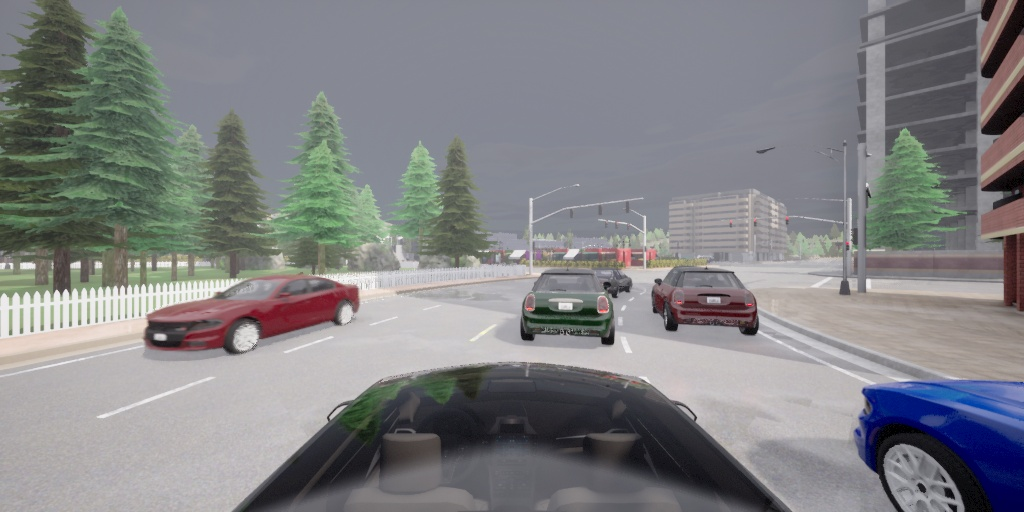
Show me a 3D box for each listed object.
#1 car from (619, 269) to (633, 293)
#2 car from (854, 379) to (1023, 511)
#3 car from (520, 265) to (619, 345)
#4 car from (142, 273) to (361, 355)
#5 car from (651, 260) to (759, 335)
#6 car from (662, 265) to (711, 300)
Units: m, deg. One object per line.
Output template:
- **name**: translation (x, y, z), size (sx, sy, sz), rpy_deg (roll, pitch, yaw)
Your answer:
- **car**: translation (4.867, 1.304, 18.569), size (2.033, 1.411, 5.357), rpy_deg (0, 0, 29)
- **car**: translation (3.817, 1.229, 0.921), size (1.882, 1.535, 5.008), rpy_deg (0, 0, 0)
- **car**: translation (1.617, 1.105, 9.817), size (2.097, 1.767, 4.553), rpy_deg (0, 0, 13)
- **car**: translation (-5.976, 1.226, 9.061), size (1.882, 1.535, 5.008), rpy_deg (0, 0, 12)
- **car**: translation (5.527, 1.107, 10.860), size (2.097, 1.767, 4.553), rpy_deg (0, 0, 15)
- **car**: translation (9.296, 1.263, 18.877), size (1.837, 1.490, 4.892), rpy_deg (0, 0, 31)
